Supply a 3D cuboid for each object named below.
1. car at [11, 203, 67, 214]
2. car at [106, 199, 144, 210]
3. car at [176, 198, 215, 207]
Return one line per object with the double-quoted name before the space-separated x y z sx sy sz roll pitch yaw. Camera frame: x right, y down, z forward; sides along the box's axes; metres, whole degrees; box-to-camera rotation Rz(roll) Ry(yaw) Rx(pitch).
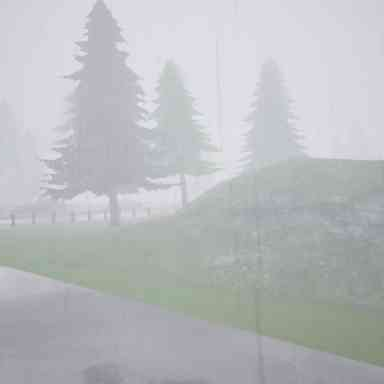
"car" -14.150 1.386 31.004 2.128 1.511 4.902 0 0 44
"car" -7.517 1.466 37.335 4.181 1.385 1.994 0 0 -40
"car" 0.541 1.462 43.613 5.357 1.411 2.033 0 0 -35
